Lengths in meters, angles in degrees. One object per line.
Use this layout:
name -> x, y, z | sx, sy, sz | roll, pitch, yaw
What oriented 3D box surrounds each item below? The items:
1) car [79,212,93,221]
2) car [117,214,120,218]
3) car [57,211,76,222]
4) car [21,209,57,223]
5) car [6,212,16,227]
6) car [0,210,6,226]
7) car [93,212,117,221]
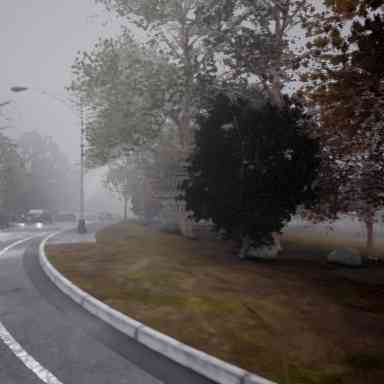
car -> -17.911, 4.235, 56.952 | 1.882, 1.535, 5.008 | 0, -5, -6
car -> -15.190, 4.930, 64.946 | 2.033, 1.411, 5.357 | 0, -5, -5
car -> -16.456, 3.186, 43.072 | 1.994, 1.385, 4.181 | 0, -5, -6
car -> -15.435, 2.386, 33.360 | 1.812, 1.442, 4.674 | 0, -4, -6
car -> -14.412, 1.918, 23.654 | 1.895, 1.301, 4.718 | 0, -2, -6
car -> -8.932, 1.555, 12.404 | 2.033, 1.411, 5.357 | 0, -1, -15
car -> -13.877, 3.920, 53.332 | 2.128, 1.511, 4.902 | 0, -5, -6
